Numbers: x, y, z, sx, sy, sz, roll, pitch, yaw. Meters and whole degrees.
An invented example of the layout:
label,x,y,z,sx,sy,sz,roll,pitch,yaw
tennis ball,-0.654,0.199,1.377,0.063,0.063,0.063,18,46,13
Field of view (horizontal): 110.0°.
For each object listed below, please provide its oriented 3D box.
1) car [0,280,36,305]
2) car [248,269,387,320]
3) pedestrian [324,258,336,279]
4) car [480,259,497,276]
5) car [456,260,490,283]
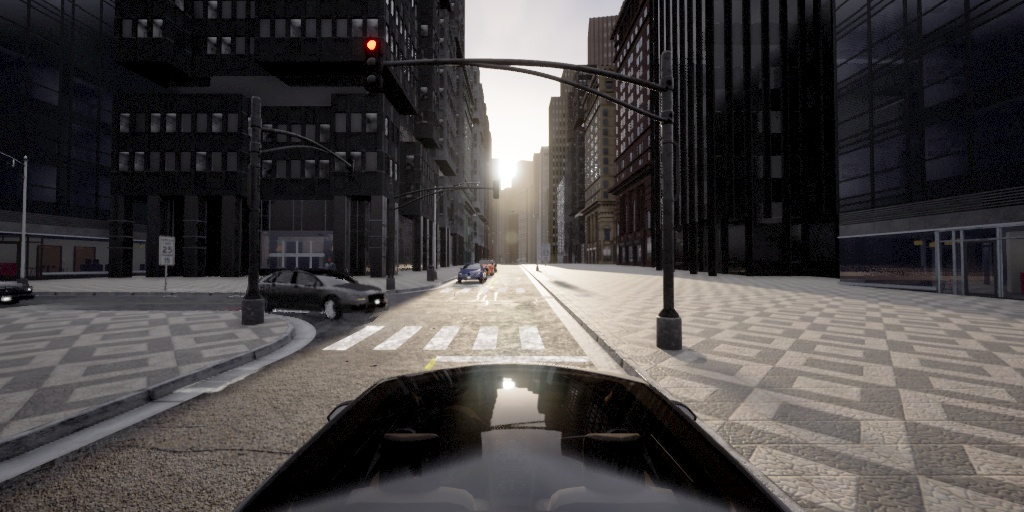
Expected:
label,x,y,z,sx,sy,sz,roll,pitch,yaw
car,-21.516,1.218,13.407,5.357,1.411,2.033,0,-1,0
car,-6.566,1.203,12.127,4.892,1.490,1.837,0,-2,18
pedestrian,-9.969,0.974,19.605,0.375,1.860,0.375,0,-1,0
car,-3.020,1.137,38.252,2.097,1.767,4.553,0,0,0
car,-3.045,1.289,28.247,1.812,1.442,4.674,0,0,2
